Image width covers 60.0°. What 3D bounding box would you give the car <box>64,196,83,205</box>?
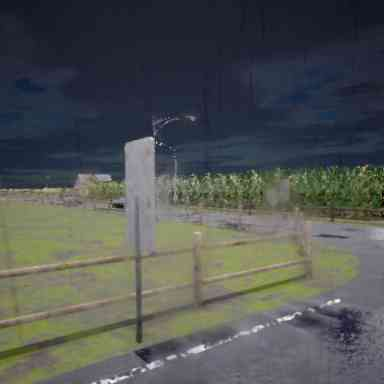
[{"bbox_3d":[-18.038,1.314,50.535,1.994,1.385,4.181,-1,1,-37],"label":"car"}]

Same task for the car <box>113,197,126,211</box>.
[{"bbox_3d":[-6.667,1.290,34.993,2.128,1.511,4.902,-1,1,-36],"label":"car"}]
